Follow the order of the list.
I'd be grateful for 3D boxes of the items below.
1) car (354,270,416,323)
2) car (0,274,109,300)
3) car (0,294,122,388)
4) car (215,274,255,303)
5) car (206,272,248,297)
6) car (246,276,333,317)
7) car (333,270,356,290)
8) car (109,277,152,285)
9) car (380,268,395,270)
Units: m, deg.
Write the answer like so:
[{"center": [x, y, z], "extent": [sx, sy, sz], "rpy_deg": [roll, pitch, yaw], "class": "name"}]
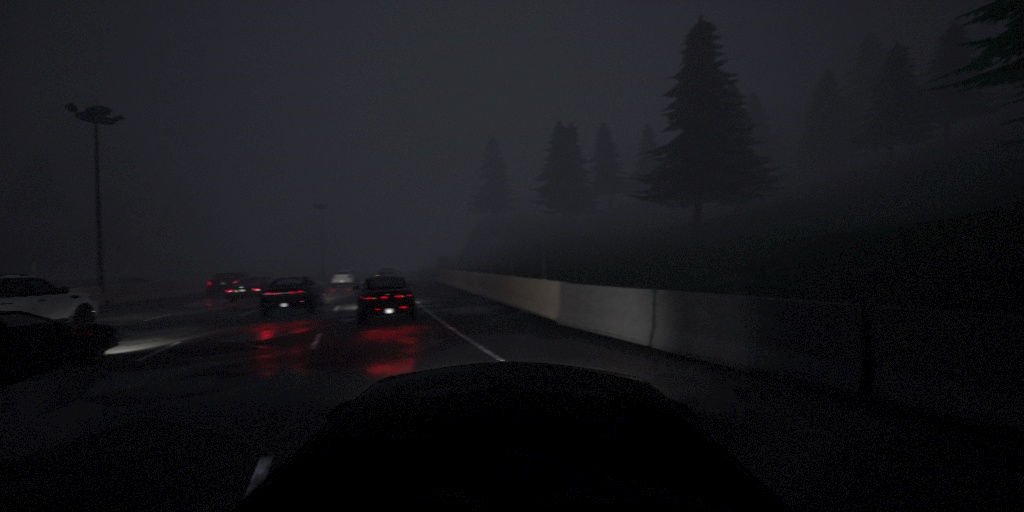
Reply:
[{"center": [-4.765, 1.483, 13.441], "extent": [1.837, 1.490, 4.892], "rpy_deg": [-2, 0, -22], "class": "car"}, {"center": [-14.751, 1.543, 10.090], "extent": [2.150, 2.045, 5.566], "rpy_deg": [-2, 0, -22], "class": "car"}, {"center": [-9.189, 1.647, 5.878], "extent": [2.033, 1.411, 5.357], "rpy_deg": [-2, 0, -22], "class": "car"}, {"center": [-15.342, 1.944, 21.683], "extent": [2.033, 1.411, 5.357], "rpy_deg": [-2, 0, -19], "class": "car"}, {"center": [-20.649, 1.962, 26.854], "extent": [2.097, 1.767, 4.553], "rpy_deg": [-2, 0, -17], "class": "car"}, {"center": [-9.412, 1.647, 15.658], "extent": [2.128, 1.511, 4.902], "rpy_deg": [-2, 0, -21], "class": "car"}, {"center": [-15.046, 1.961, 32.571], "extent": [1.812, 1.442, 4.674], "rpy_deg": [-2, 0, -16], "class": "car"}, {"center": [-32.708, 2.539, 30.216], "extent": [1.882, 1.535, 5.008], "rpy_deg": [-2, -1, -14], "class": "car"}, {"center": [-11.826, 1.852, 34.029], "extent": [1.812, 1.442, 4.674], "rpy_deg": [-2, 0, -16], "class": "car"}]
